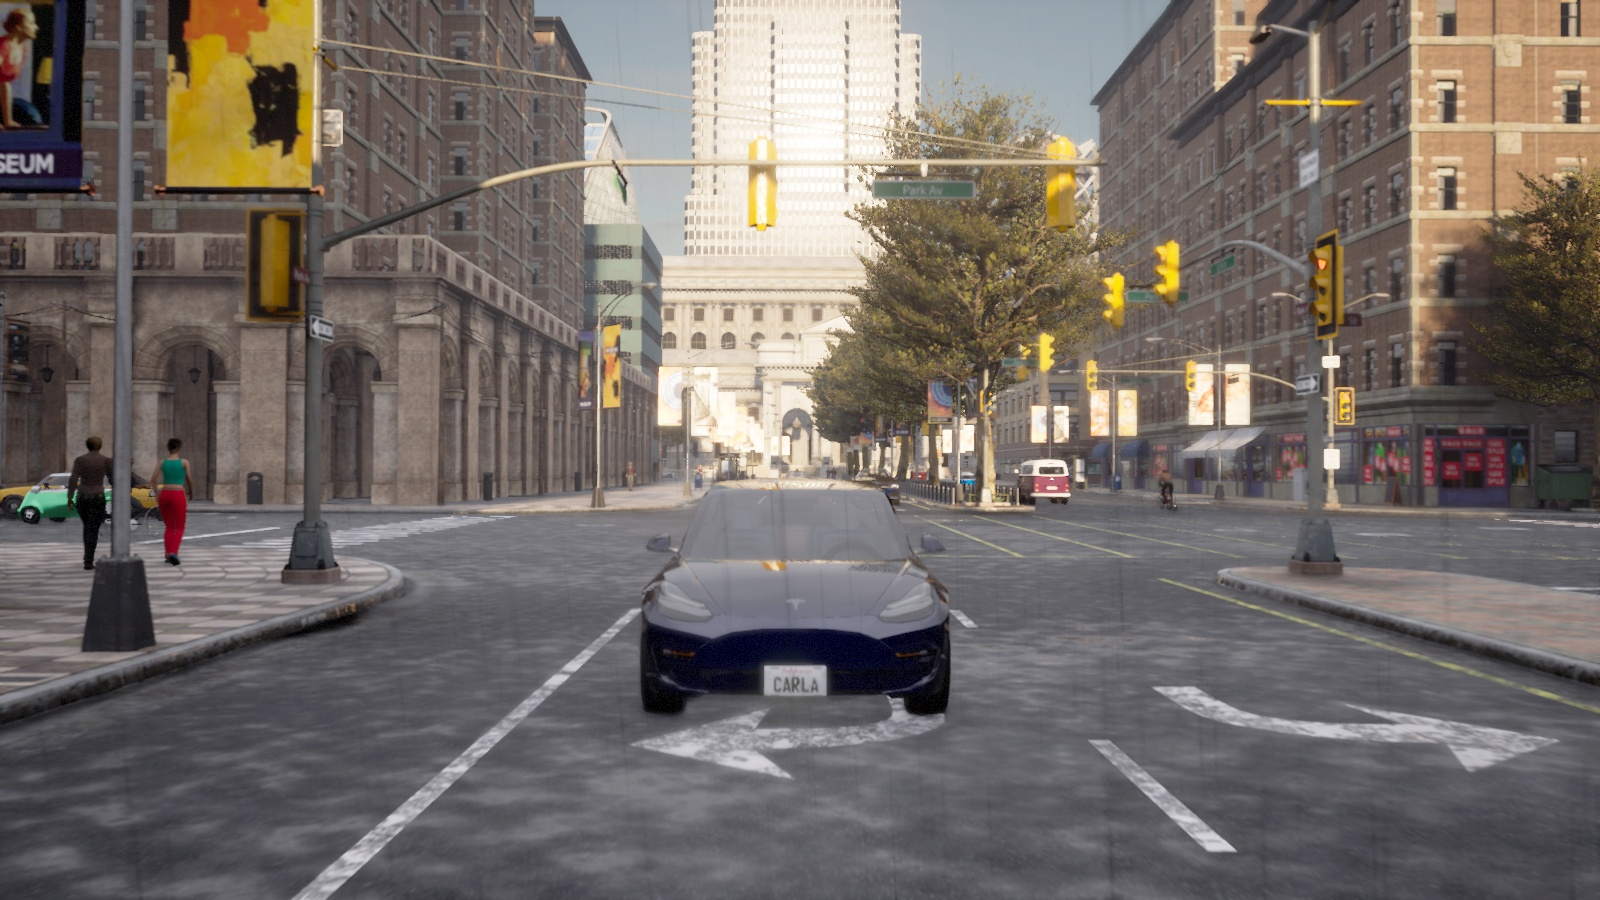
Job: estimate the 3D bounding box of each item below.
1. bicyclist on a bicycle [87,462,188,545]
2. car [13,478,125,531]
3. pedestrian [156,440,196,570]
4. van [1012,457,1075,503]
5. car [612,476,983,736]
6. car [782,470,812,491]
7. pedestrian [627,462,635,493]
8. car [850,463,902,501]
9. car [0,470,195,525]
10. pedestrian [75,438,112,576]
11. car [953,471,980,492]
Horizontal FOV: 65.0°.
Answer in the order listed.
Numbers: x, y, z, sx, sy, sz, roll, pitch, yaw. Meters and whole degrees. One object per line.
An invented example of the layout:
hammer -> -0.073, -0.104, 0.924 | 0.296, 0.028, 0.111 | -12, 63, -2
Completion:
bicyclist on a bicycle -> -14.419, 1.157, 27.362 | 1.843, 1.776, 0.659 | 0, -1, 0
car -> -19.932, 1.470, 34.313 | 2.207, 1.376, 1.481 | 0, -1, -1
pedestrian -> -8.988, 0.780, 18.103 | 0.345, 1.836, 0.594 | 0, -1, -8
van -> 11.357, 1.388, 58.866 | 2.069, 2.038, 4.480 | 0, -1, 0
car -> -0.024, 0.960, 9.735 | 2.163, 1.488, 4.792 | 0, -1, 0
car -> -0.225, 2.218, 92.320 | 2.163, 1.488, 4.792 | 0, -1, 0
pedestrian -> -10.247, 1.668, 76.067 | 0.376, 1.854, 0.720 | 0, -1, 0
car -> 3.437, 1.459, 57.958 | 2.152, 1.651, 5.027 | 0, -1, 1
car -> -21.343, 1.411, 37.804 | 5.366, 1.575, 1.801 | 0, -1, -1
pedestrian -> -9.633, 0.768, 17.128 | 0.331, 1.846, 0.634 | 0, -1, -20
car -> 11.285, 2.119, 85.204 | 1.481, 1.376, 2.207 | 0, -1, 0
